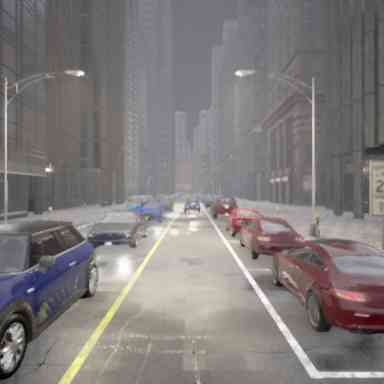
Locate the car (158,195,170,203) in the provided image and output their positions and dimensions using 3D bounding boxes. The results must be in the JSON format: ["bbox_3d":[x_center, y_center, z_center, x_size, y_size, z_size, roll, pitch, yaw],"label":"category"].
[{"bbox_3d":[-5.727,1.386,68.315,1.967,1.590,4.097,0,0,0],"label":"car"}]

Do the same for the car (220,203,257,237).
[{"bbox_3d":[2.772,1.524,17.760,1.887,1.381,4.507,0,0,0],"label":"car"}]

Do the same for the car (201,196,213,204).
[{"bbox_3d":[2.796,1.511,62.707,1.947,1.339,4.313,0,0,0],"label":"car"}]

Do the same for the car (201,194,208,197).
[{"bbox_3d":[2.790,1.496,51.470,1.887,1.381,4.507,0,0,0],"label":"car"}]

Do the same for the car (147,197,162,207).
[{"bbox_3d":[-5.736,1.522,51.458,1.947,1.339,4.313,0,0,0],"label":"car"}]

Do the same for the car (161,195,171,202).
[{"bbox_3d":[-5.724,1.488,73.933,1.887,1.381,4.507,0,0,0],"label":"car"}]

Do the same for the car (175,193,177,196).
[{"bbox_3d":[-5.715,1.459,90.620,1.752,1.417,4.829,0,0,0],"label":"car"}]

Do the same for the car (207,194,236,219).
[{"bbox_3d":[2.778,1.284,28.997,2.192,1.841,5.009,0,0,0],"label":"car"}]

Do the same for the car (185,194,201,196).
[{"bbox_3d":[0.031,1.462,47.747,1.837,1.490,4.892,0,0,0],"label":"car"}]

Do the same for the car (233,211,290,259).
[{"bbox_3d":[2.769,1.567,12.142,1.802,1.307,4.206,0,0,0],"label":"car"}]

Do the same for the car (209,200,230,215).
[{"bbox_3d":[2.781,1.546,34.615,1.802,1.307,4.206,0,0,0],"label":"car"}]

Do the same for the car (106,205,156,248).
[{"bbox_3d":[-3.090,1.533,14.997,2.033,1.411,5.357,0,0,0],"label":"car"}]

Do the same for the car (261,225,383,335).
[{"bbox_3d":[2.766,1.572,6.523,1.802,1.307,4.206,0,0,0],"label":"car"}]

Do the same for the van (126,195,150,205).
[{"bbox_3d":[-5.744,1.310,34.602,1.690,1.788,3.998,0,0,0],"label":"van"}]

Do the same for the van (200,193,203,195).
[{"bbox_3d":[2.792,1.289,57.089,1.690,1.788,3.998,0,0,0],"label":"van"}]

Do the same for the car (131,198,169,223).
[{"bbox_3d":[-3.080,1.453,25.468,1.882,1.535,5.008,0,0,0],"label":"car"}]

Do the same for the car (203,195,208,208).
[{"bbox_3d":[2.787,1.521,45.852,1.947,1.339,4.313,0,0,0],"label":"car"}]

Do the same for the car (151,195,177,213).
[{"bbox_3d":[-3.026,1.443,36.725,1.882,1.535,5.008,0,0,1],"label":"car"}]

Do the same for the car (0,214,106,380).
[{"bbox_3d":[-3.151,1.347,5.457,2.097,1.767,4.553,0,0,1],"label":"car"}]

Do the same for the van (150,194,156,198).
[{"bbox_3d":[-5.741,1.306,40.220,1.690,1.788,3.998,0,0,0],"label":"van"}]

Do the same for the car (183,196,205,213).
[{"bbox_3d":[0.019,1.511,36.759,2.033,1.411,5.357,0,0,0],"label":"car"}]

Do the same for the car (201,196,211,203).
[{"bbox_3d":[2.799,1.523,68.326,1.802,1.307,4.206,0,0,0],"label":"car"}]
